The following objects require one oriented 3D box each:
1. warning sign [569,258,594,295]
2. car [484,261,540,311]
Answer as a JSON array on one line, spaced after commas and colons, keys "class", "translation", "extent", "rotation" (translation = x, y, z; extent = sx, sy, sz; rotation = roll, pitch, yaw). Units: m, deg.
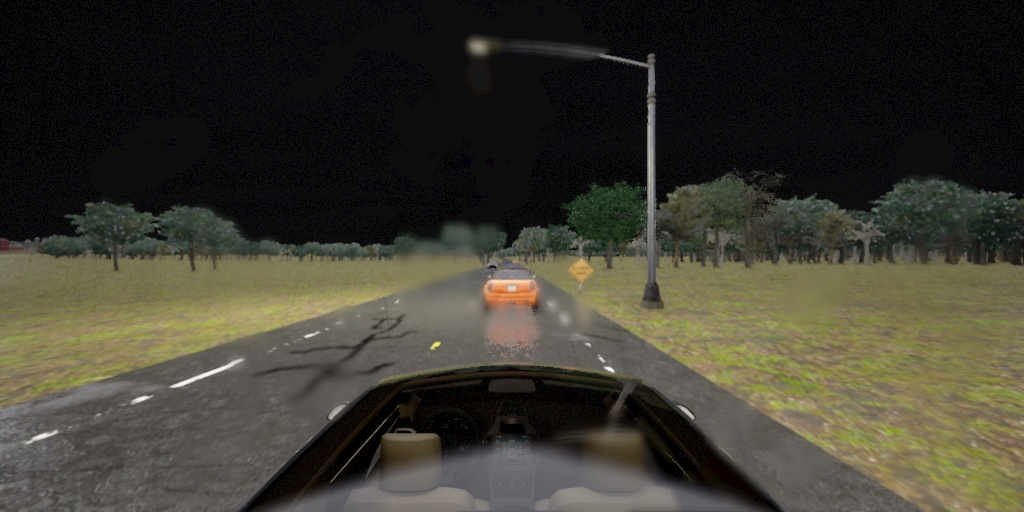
[{"class": "warning sign", "translation": [3.544, 1.017, 18.409], "extent": [1.300, 1.860, 1.060], "rotation": [0, 0, 0]}, {"class": "car", "translation": [0.012, 1.225, 15.245], "extent": [2.097, 1.767, 4.553], "rotation": [0, -1, 0]}]
